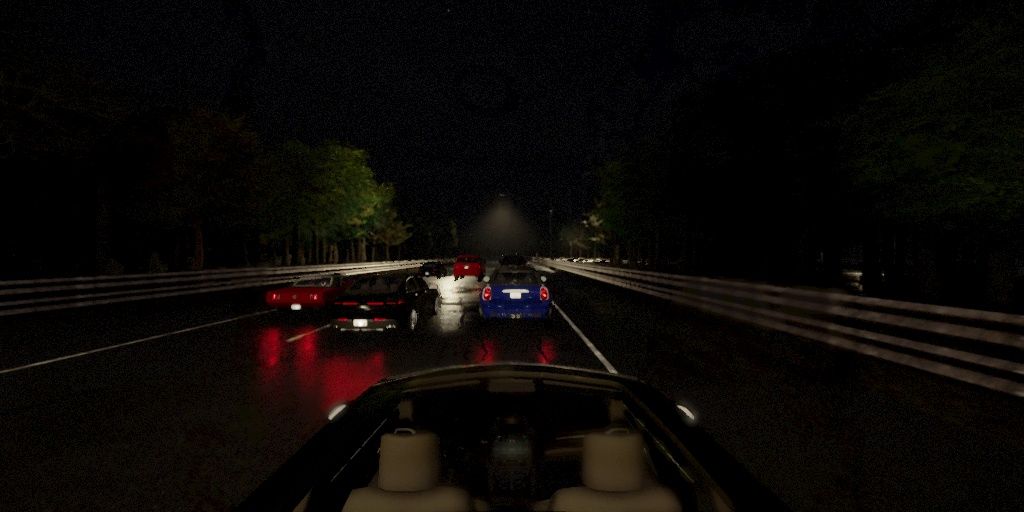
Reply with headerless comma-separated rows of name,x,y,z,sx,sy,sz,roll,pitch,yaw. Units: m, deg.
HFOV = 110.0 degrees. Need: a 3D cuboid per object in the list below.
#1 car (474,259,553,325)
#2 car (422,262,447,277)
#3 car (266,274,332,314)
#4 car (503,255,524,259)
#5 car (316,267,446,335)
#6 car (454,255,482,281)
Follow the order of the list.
car,0.099,1.095,11.915,2.097,1.767,4.553,0,0,0
car,-6.914,1.242,31.423,1.812,1.442,4.674,0,0,0
car,-6.900,1.342,13.690,1.895,1.301,4.718,0,0,0
car,0.101,0.944,29.500,2.150,2.045,5.566,0,0,0
car,-3.400,1.249,10.464,1.837,1.490,4.892,0,0,0
car,-3.399,0.943,29.497,2.150,2.045,5.566,0,0,0
